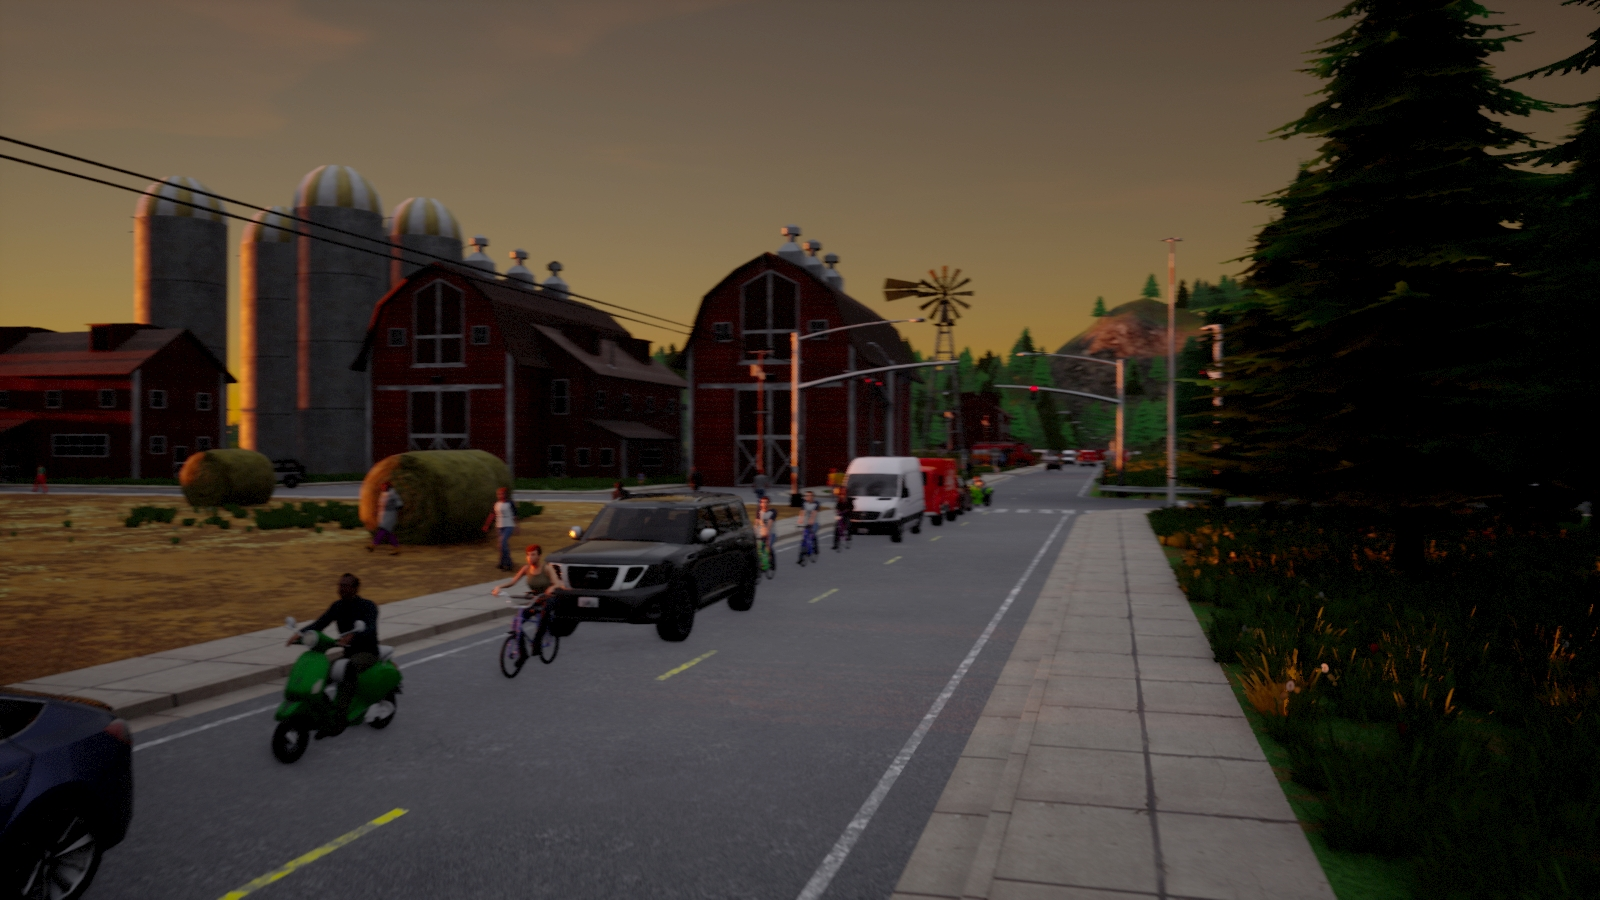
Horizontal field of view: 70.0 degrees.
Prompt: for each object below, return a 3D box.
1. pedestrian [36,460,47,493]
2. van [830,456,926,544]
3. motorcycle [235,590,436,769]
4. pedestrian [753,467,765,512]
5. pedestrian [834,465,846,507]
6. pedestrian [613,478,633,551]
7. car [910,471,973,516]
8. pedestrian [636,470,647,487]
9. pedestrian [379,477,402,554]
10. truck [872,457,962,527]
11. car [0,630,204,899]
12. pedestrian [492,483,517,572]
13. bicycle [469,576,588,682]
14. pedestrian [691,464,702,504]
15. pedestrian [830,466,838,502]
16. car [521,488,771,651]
[{"bbox_3d":[-42.727,1.491,64.362,0.375,1.860,0.375,0,0,18],"label":"pedestrian"},{"bbox_3d":[2.607,1.489,36.764,1.988,2.561,5.915,0,0,15],"label":"van"},{"bbox_3d":[-4.368,2.115,10.908,0.856,1.316,1.805,0,0,15],"label":"motorcycle"},{"bbox_3d":[-1.668,1.609,46.670,0.375,1.860,0.375,0,0,14],"label":"pedestrian"},{"bbox_3d":[1.797,1.629,51.327,0.375,1.860,0.375,0,0,40],"label":"pedestrian"},{"bbox_3d":[-4.527,1.641,29.223,0.375,1.860,0.375,0,0,20],"label":"pedestrian"},{"bbox_3d":[6.282,1.848,50.203,2.097,1.767,4.553,0,0,15],"label":"car"},{"bbox_3d":[-10.152,1.811,73.170,0.500,1.100,0.500,0,0,29],"label":"pedestrian"},{"bbox_3d":[-10.114,1.615,28.227,0.375,1.860,0.375,0,0,33],"label":"pedestrian"},{"bbox_3d":[4.569,1.517,43.809,2.627,2.467,5.204,0,0,15],"label":"truck"},{"bbox_3d":[-5.684,2.037,5.725,2.163,1.488,4.792,0,0,13],"label":"car"},{"bbox_3d":[-6.279,1.641,24.312,0.375,1.860,0.375,0,0,18],"label":"pedestrian"},{"bbox_3d":[-3.410,2.227,14.486,0.859,1.080,1.487,0,0,15],"label":"bicycle"},{"bbox_3d":[-4.809,1.590,53.207,0.375,1.860,0.375,0,0,-41],"label":"pedestrian"},{"bbox_3d":[1.764,1.745,59.437,0.375,1.860,0.375,0,0,15],"label":"pedestrian"},{"bbox_3d":[-2.254,1.747,18.698,2.150,2.045,5.566,0,0,14],"label":"car"}]
